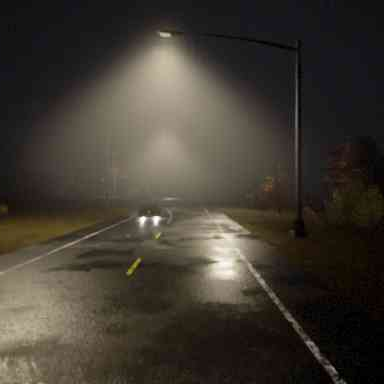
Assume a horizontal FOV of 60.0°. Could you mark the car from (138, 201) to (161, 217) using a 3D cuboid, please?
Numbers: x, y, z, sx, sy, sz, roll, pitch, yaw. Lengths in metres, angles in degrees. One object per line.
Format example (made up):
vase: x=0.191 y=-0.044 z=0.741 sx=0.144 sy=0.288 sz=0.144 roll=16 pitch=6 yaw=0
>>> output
car: x=-3.928 y=1.579 z=31.542 sx=1.994 sy=1.385 sz=4.181 roll=0 pitch=0 yaw=-3
